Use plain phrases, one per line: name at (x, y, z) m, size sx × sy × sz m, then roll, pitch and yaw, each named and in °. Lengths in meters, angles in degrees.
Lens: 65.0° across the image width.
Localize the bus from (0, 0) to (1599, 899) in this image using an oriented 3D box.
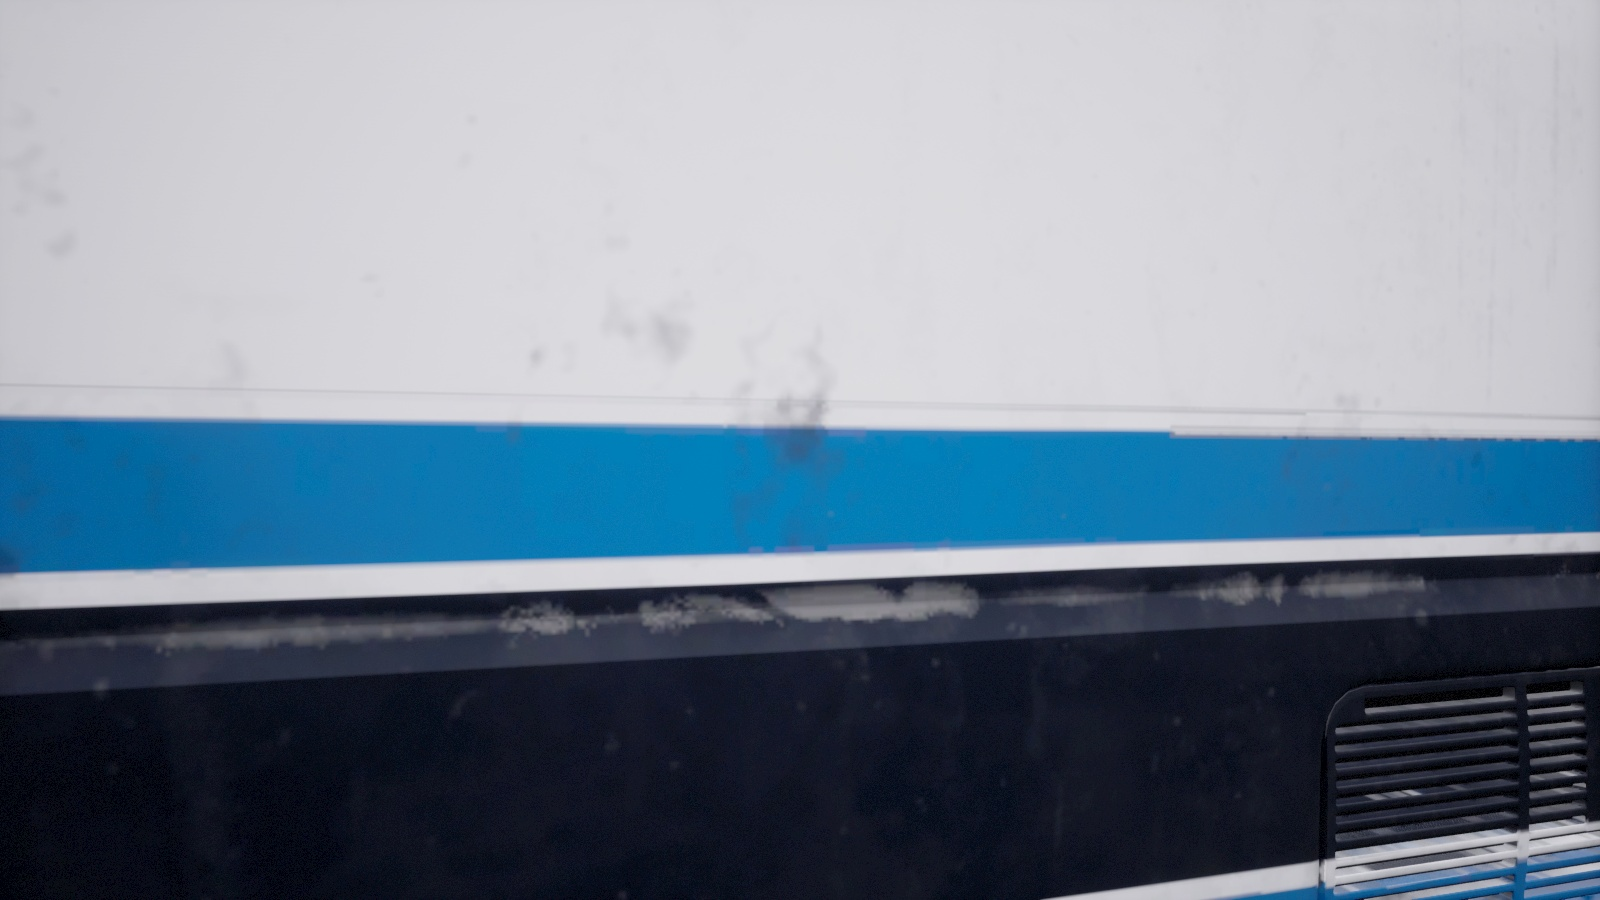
bus at (0.063, -0.632, 3.246) m, size 10.273 × 4.253 × 3.944 m, roll -1°, pitch 1°, yaw -21°
